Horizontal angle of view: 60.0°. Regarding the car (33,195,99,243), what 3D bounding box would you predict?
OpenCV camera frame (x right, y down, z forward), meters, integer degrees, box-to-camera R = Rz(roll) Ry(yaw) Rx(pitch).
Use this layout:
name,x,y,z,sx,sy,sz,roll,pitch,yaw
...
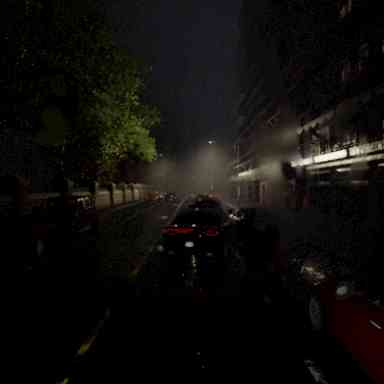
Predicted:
name,x,y,z,sx,sy,sz,roll,pitch,yaw
car,-5.690,1.100,14.965,2.192,1.841,5.009,0,1,0

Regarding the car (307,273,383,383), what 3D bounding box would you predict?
name,x,y,z,sx,sy,sz,roll,pitch,yaw
car,2.690,1.527,3.708,1.802,1.307,4.206,0,1,0

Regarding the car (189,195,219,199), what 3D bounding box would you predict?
name,x,y,z,sx,sy,sz,roll,pitch,yaw
car,0.902,1.168,21.726,1.882,1.535,5.008,0,1,0

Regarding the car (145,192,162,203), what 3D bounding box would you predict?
name,x,y,z,sx,sy,sz,roll,pitch,yaw
car,-5.689,0.763,48.745,1.967,1.590,4.097,0,1,0

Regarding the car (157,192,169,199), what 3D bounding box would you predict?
name,x,y,z,sx,sy,sz,roll,pitch,yaw
car,-5.687,0.651,65.635,2.008,1.369,4.403,0,1,0

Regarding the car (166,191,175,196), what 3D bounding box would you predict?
name,x,y,z,sx,sy,sz,roll,pitch,yaw
car,-5.686,0.362,88.154,2.008,1.369,4.403,0,1,0

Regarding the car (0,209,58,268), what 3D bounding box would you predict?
name,x,y,z,sx,sy,sz,roll,pitch,yaw
car,-5.690,1.409,9.337,1.887,1.381,4.507,0,1,0

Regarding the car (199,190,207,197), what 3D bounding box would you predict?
name,x,y,z,sx,sy,sz,roll,pitch,yaw
car,2.693,0.322,82.522,1.967,1.590,4.097,0,1,0

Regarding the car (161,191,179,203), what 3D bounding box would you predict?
name,x,y,z,sx,sy,sz,roll,pitch,yaw
car,-3.002,0.831,48.930,1.837,1.490,4.892,0,0,0

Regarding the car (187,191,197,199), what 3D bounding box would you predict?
name,x,y,z,sx,sy,sz,roll,pitch,yaw
car,0.005,0.558,67.341,1.882,1.535,5.008,0,1,0

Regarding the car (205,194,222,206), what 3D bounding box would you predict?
name,x,y,z,sx,sy,sz,roll,pitch,yaw
car,2.692,0.942,43.116,1.887,1.381,4.507,0,1,0

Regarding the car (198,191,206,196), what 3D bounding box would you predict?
name,x,y,z,sx,sy,sz,roll,pitch,yaw
car,2.694,0.377,88.154,1.947,1.339,4.313,0,1,0

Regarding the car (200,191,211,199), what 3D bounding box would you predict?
name,x,y,z,sx,sy,sz,roll,pitch,yaw
car,2.693,0.540,65.633,1.967,1.590,4.097,0,1,0

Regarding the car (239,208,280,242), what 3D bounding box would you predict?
name,x,y,z,sx,sy,sz,roll,pitch,yaw
car,2.690,1.351,14.969,1.947,1.339,4.313,0,1,0

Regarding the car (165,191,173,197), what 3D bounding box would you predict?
name,x,y,z,sx,sy,sz,roll,pitch,yaw
car,-5.687,0.409,82.353,1.752,1.417,4.829,0,1,0

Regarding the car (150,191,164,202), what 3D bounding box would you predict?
name,x,y,z,sx,sy,sz,roll,pitch,yaw
car,-5.689,0.688,54.372,1.967,1.590,4.097,0,1,0

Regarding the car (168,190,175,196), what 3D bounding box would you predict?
name,x,y,z,sx,sy,sz,roll,pitch,yaw
car,-5.686,0.269,93.614,1.752,1.417,4.829,0,1,0

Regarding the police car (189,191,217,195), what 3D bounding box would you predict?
name,x,y,z,sx,sy,sz,roll,pitch,yaw
police car,0.901,1.031,27.835,1.930,1.638,5.238,0,1,0

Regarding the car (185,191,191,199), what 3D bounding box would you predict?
name,x,y,z,sx,sy,sz,roll,pitch,yaw
car,0.010,0.891,47.220,2.033,1.411,5.357,0,1,0

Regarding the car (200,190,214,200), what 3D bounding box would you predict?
name,x,y,z,sx,sy,sz,roll,pitch,yaw
car,2.692,0.490,60.001,2.192,1.841,5.009,0,1,0

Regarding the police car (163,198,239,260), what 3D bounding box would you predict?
name,x,y,z,sx,sy,sz,roll,pitch,yaw
police car,0.444,1.252,12.024,1.930,1.638,5.238,0,1,12
